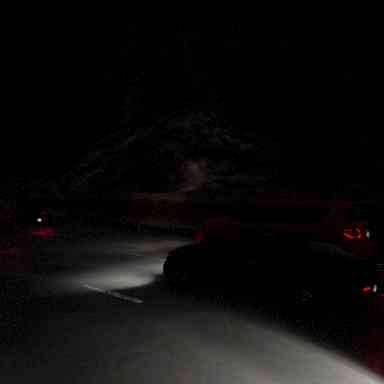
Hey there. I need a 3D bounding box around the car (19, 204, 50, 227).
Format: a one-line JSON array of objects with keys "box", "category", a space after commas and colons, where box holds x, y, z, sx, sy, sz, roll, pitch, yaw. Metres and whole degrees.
[{"box": [-11.884, 1.633, 23.986, 1.837, 1.490, 4.892, 0, 0, -44], "category": "car"}]

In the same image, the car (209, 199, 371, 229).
[{"box": [2.732, 1.262, 10.815, 5.566, 2.045, 2.150, 0, 0, 37], "category": "car"}]

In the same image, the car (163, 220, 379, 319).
[{"box": [1.467, 1.555, 7.401, 4.674, 1.442, 1.812, 0, 0, 37], "category": "car"}]

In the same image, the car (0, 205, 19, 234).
[{"box": [-12.048, 1.460, 19.185, 4.553, 1.767, 2.097, 0, 0, 44], "category": "car"}]
